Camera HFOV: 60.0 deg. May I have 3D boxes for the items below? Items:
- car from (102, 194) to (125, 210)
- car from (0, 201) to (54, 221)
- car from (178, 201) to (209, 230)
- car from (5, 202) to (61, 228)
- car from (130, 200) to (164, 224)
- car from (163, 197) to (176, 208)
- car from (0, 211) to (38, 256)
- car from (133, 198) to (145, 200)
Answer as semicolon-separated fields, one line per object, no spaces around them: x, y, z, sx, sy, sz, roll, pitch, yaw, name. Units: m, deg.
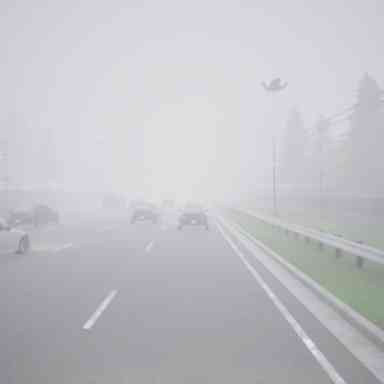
-10.423;1.272;44.384;2.150;2.045;5.566;0;0;0;car
-13.916;1.578;28.455;2.033;1.411;5.357;0;0;0;car
0.090;1.550;21.264;1.812;1.442;4.674;0;0;0;car
-10.411;1.549;22.142;1.812;1.442;4.674;0;0;0;car
-3.411;1.554;25.115;1.812;1.442;4.674;0;0;0;car
-3.428;1.549;49.549;2.128;1.511;4.902;0;0;0;car
-6.905;1.536;10.393;1.812;1.442;4.674;0;0;0;car
-6.922;1.527;43.929;1.882;1.535;5.008;0;0;0;car
